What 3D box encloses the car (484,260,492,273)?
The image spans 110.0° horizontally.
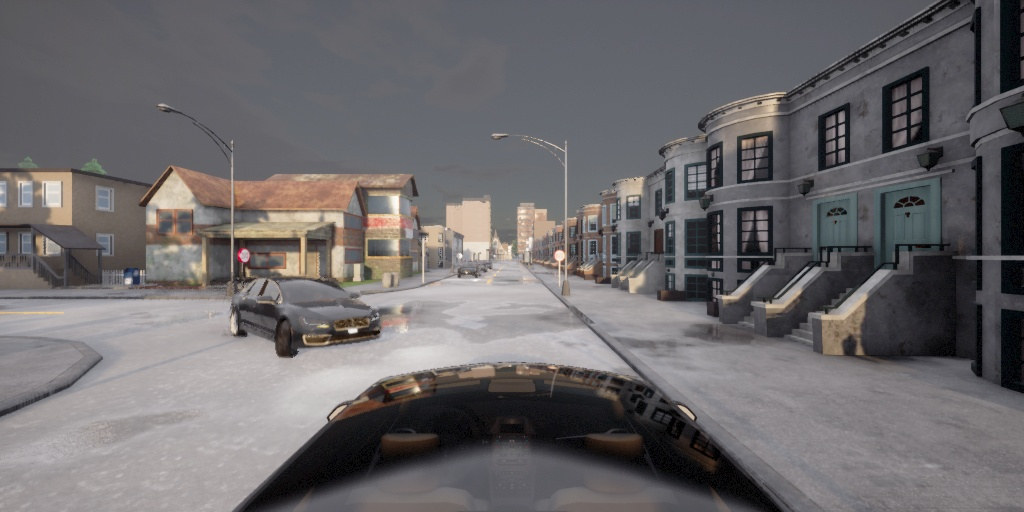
[{"bbox_3d":[-3.980,1.242,43.570,2.128,1.511,4.902,0,0,0],"label":"car"}]

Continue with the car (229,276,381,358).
[{"bbox_3d":[-5.086,1.257,8.625,4.892,1.490,1.837,0,-3,37],"label":"car"}]

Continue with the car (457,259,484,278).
[{"bbox_3d":[-4.015,1.255,34.195,1.837,1.490,4.892,0,0,0],"label":"car"}]
